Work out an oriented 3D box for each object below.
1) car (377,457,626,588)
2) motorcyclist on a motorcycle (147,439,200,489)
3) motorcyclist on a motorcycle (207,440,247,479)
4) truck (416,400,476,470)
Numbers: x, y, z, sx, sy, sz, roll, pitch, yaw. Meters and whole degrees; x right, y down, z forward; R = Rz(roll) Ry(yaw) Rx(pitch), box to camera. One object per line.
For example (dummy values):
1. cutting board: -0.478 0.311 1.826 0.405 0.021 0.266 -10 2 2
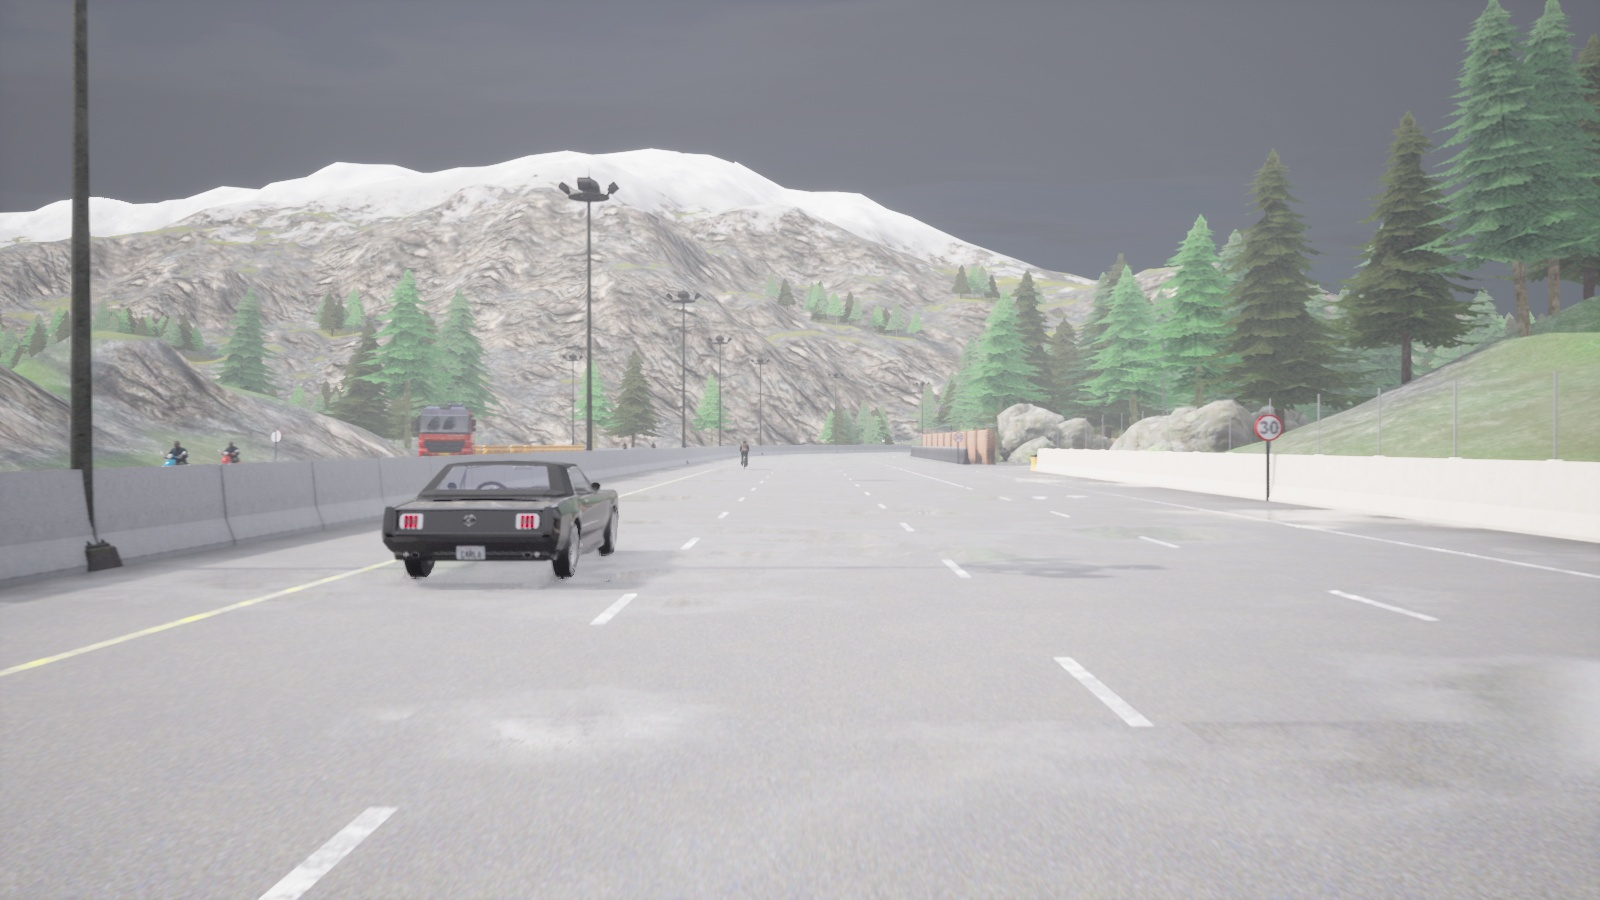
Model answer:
1. car: -3.398 0.758 15.284 1.895 1.301 4.718 0 0 0
2. motorcyclist on a motorcycle: -20.748 0.449 41.622 0.866 1.590 1.817 0 0 0
3. motorcyclist on a motorcycle: -24.183 0.382 53.053 0.866 1.590 1.817 0 1 0
4. truck: -20.745 -0.851 73.969 2.891 3.827 8.468 0 0 -12
